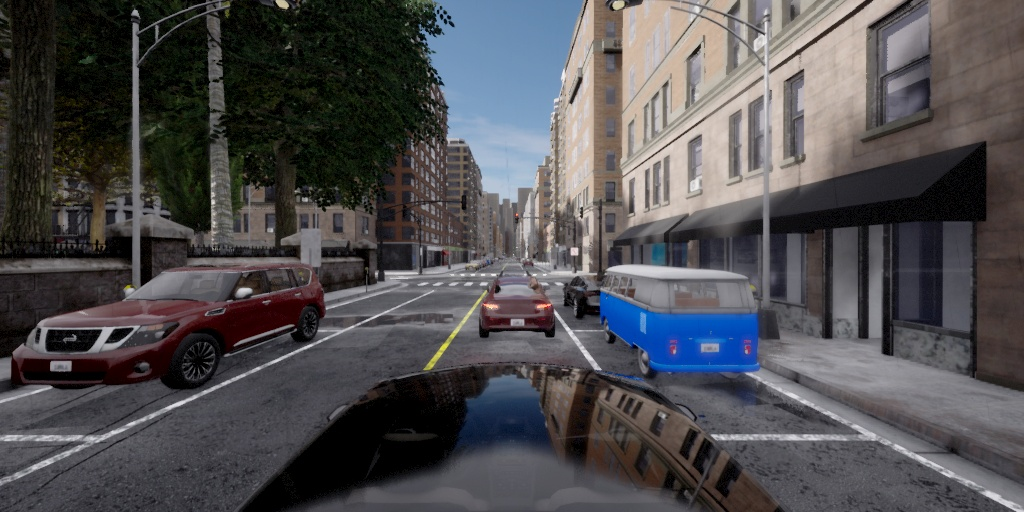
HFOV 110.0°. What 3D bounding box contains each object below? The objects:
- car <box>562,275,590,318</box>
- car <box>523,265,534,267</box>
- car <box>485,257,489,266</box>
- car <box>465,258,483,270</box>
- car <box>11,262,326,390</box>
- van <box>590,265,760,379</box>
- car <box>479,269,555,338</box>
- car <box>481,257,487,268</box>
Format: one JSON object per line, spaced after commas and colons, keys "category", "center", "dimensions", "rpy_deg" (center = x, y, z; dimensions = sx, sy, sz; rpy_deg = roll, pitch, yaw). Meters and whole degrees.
{"category": "car", "center": [2.884, 1.313, 12.693], "dimensions": [1.948, 1.339, 4.313], "rpy_deg": [0, 0, 0]}
{"category": "car", "center": [0.119, 1.345, 18.896], "dimensions": [1.895, 1.301, 4.718], "rpy_deg": [0, 0, -1]}
{"category": "car", "center": [-5.517, 1.264, 61.605], "dimensions": [1.888, 1.381, 4.507], "rpy_deg": [0, 0, 0]}
{"category": "car", "center": [-5.545, 1.247, 50.533], "dimensions": [1.751, 1.417, 4.829], "rpy_deg": [0, 0, 0]}
{"category": "car", "center": [-5.655, 1.064, 7.014], "dimensions": [2.192, 1.841, 5.009], "rpy_deg": [0, 0, 0]}
{"category": "van", "center": [2.870, 1.090, 7.033], "dimensions": [1.690, 1.789, 3.998], "rpy_deg": [0, 0, 0]}
{"category": "car", "center": [0.126, 1.274, 10.074], "dimensions": [1.812, 1.442, 4.674], "rpy_deg": [0, 0, 0]}
{"category": "car", "center": [-5.530, 1.271, 56.153], "dimensions": [2.007, 1.370, 4.403], "rpy_deg": [0, 0, 0]}
